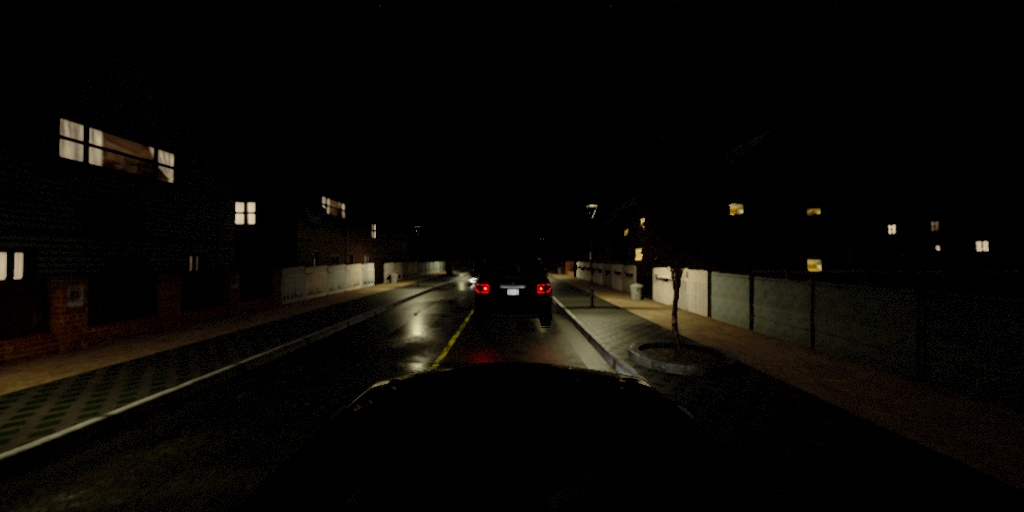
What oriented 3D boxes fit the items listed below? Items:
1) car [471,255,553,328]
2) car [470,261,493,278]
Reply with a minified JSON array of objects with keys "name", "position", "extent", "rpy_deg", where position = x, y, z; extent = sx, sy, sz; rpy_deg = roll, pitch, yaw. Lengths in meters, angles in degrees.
[{"name":"car","position":[0.030,0.991,11.645],"extent":[2.150,2.045,5.566],"rpy_deg":[0,0,0]},{"name":"car","position":[-3.030,1.335,36.405],"extent":[1.882,1.535,5.008],"rpy_deg":[0,-1,0]}]
